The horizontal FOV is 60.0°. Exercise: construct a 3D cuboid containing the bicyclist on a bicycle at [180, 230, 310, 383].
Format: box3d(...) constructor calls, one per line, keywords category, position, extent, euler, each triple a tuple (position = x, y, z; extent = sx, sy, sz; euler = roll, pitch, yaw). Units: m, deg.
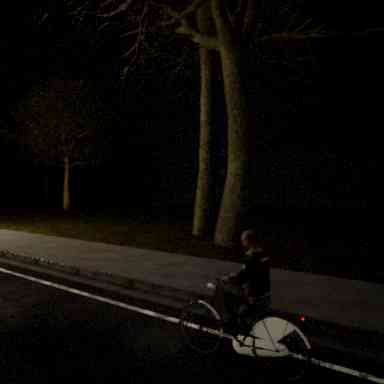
box3d(category="bicyclist on a bicycle", position=(0.562, 1.358, 4.254), extent=(1.843, 1.776, 0.659), euler=(1, 0, 35))
